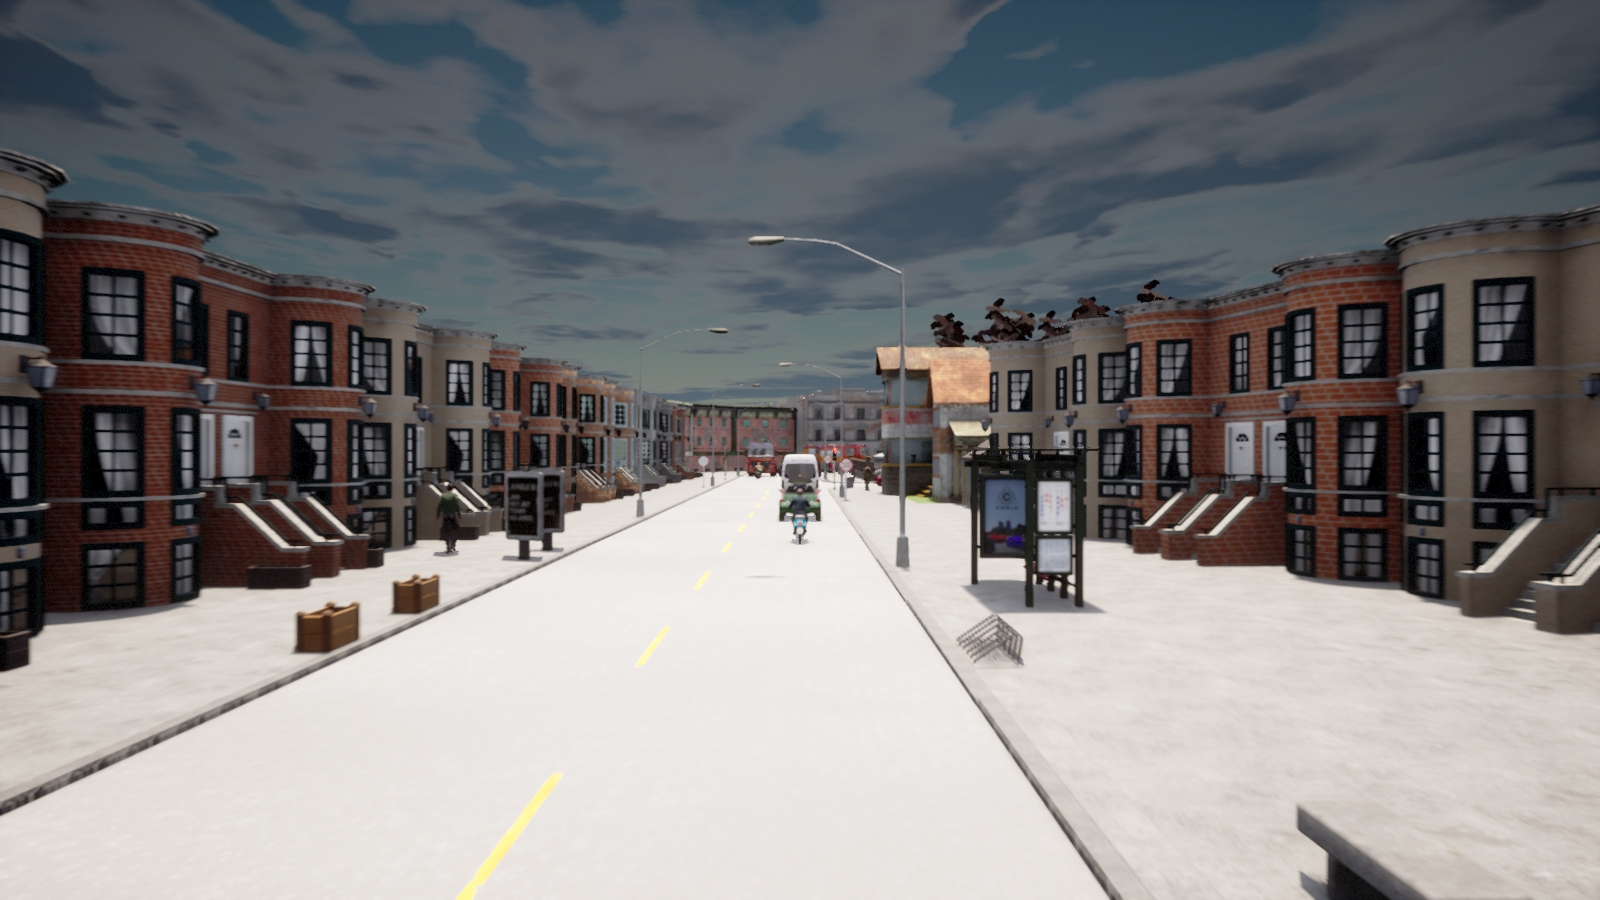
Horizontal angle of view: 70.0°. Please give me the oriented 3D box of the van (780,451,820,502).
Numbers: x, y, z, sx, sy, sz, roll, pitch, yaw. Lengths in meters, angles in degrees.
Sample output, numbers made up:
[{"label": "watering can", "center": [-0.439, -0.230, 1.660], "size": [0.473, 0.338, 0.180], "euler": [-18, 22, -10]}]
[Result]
[{"label": "van", "center": [-0.002, 1.316, 60.494], "size": [1.988, 2.561, 5.915], "euler": [0, 0, 0]}]

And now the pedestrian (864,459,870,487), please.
[{"label": "pedestrian", "center": [4.416, 1.526, 75.406], "size": [0.375, 1.860, 0.375], "euler": [0, 0, -2]}]

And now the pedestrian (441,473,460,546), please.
[{"label": "pedestrian", "center": [-9.050, 1.525, 29.557], "size": [0.375, 1.860, 0.375], "euler": [0, 0, 2]}]

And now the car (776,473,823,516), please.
[{"label": "car", "center": [-0.001, 1.780, 47.026], "size": [1.851, 1.617, 3.988], "euler": [0, 0, 0]}]
